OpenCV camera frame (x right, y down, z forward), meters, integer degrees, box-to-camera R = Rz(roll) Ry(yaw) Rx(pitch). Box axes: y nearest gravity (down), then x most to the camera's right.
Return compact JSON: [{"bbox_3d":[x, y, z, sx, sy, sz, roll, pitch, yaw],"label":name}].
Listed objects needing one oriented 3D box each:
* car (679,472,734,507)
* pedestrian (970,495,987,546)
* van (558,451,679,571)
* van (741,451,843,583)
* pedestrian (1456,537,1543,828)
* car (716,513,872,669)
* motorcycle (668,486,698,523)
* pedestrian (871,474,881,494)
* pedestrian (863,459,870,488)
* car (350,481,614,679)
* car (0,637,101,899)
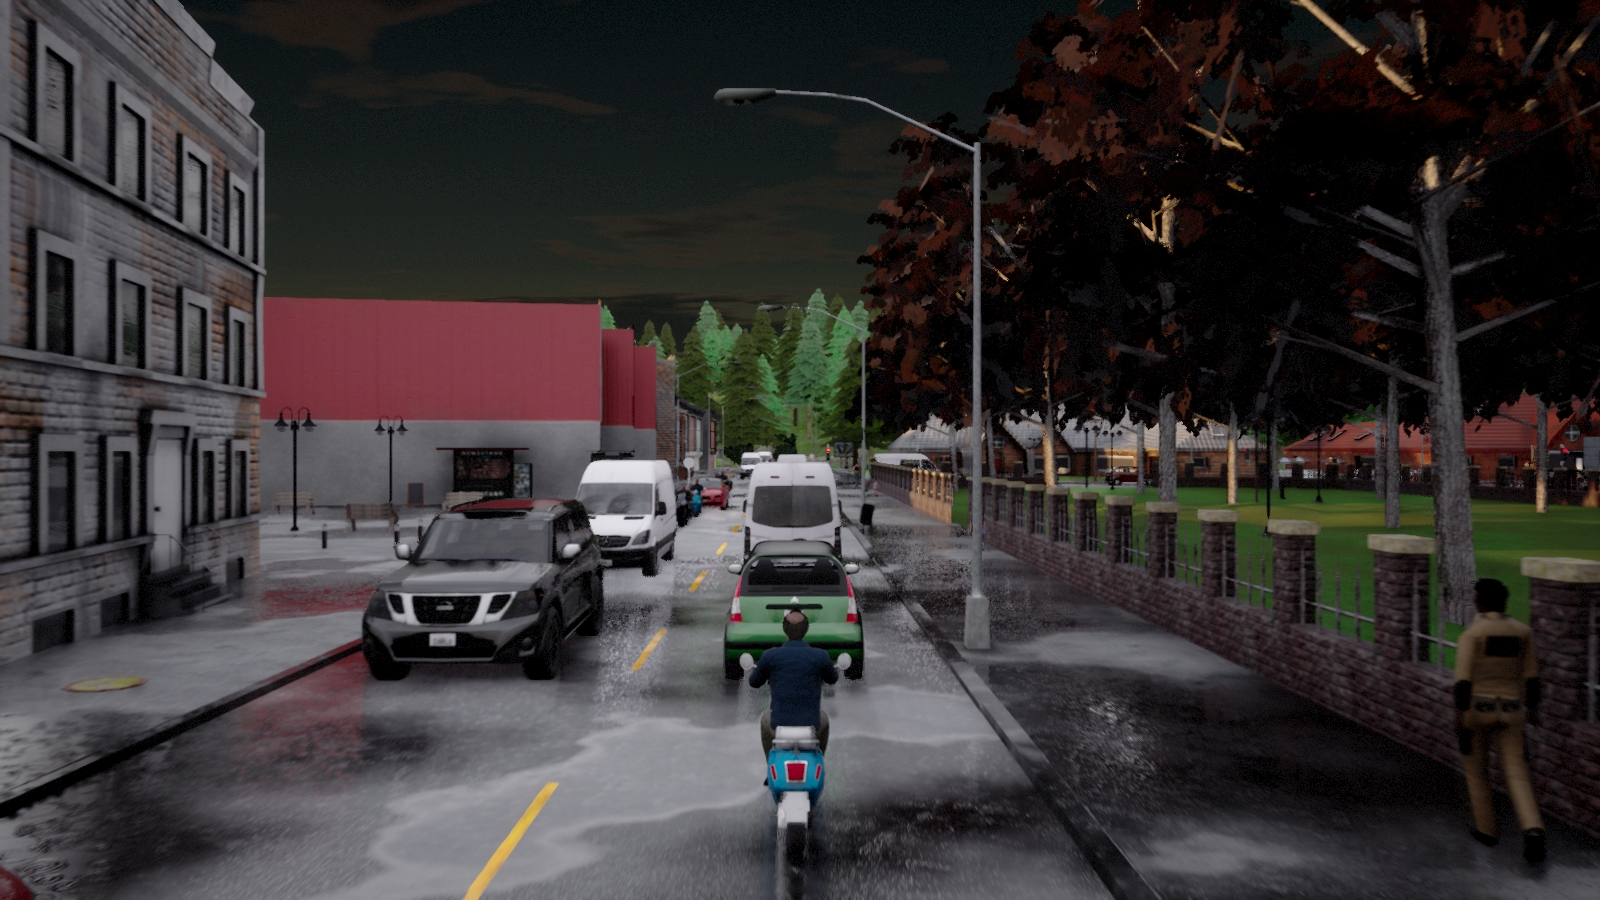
[{"bbox_3d":[-4.373,1.842,54.144,2.231,1.480,4.892,0,0,0],"label":"car"},{"bbox_3d":[4.601,1.806,29.461,0.375,1.300,0.375,0,0,0],"label":"pedestrian"},{"bbox_3d":[-4.193,1.315,27.350,1.988,2.561,5.915,0,0,0],"label":"van"},{"bbox_3d":[-0.178,1.314,25.230,1.988,2.561,5.915,0,0,0],"label":"van"},{"bbox_3d":[4.661,1.525,7.627,0.375,1.860,0.375,0,0,7],"label":"pedestrian"},{"bbox_3d":[-0.088,1.779,15.503,1.851,1.617,3.988,0,0,-1],"label":"car"},{"bbox_3d":[-4.290,1.986,42.060,0.867,1.251,2.209,0,0,0],"label":"motorcycle"},{"bbox_3d":[4.208,1.905,63.531,0.500,1.100,0.500,0,0,-5],"label":"pedestrian"},{"bbox_3d":[4.303,1.524,73.876,0.375,1.860,0.375,0,0,0],"label":"pedestrian"},{"bbox_3d":[-4.065,1.554,15.783,2.150,2.045,5.566,0,1,-1],"label":"car"},{"bbox_3d":[-4.016,1.685,2.591,2.097,1.767,4.553,0,0,0],"label":"car"}]
